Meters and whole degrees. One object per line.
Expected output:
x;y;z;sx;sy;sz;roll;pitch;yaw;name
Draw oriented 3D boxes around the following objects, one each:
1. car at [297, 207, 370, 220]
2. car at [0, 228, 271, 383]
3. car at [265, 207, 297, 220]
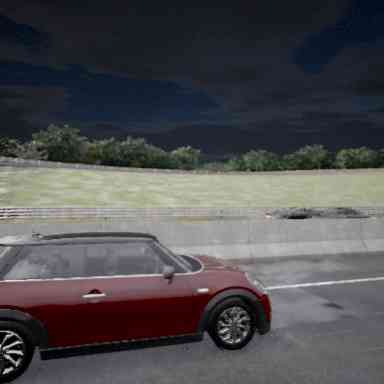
10.326;1.904;23.744;4.892;1.490;1.837;1;-1;-17;car
-1.030;1.422;5.396;4.553;1.767;2.097;1;-1;-17;car
8.259;1.921;26.770;4.902;1.511;2.128;1;-1;-17;car
